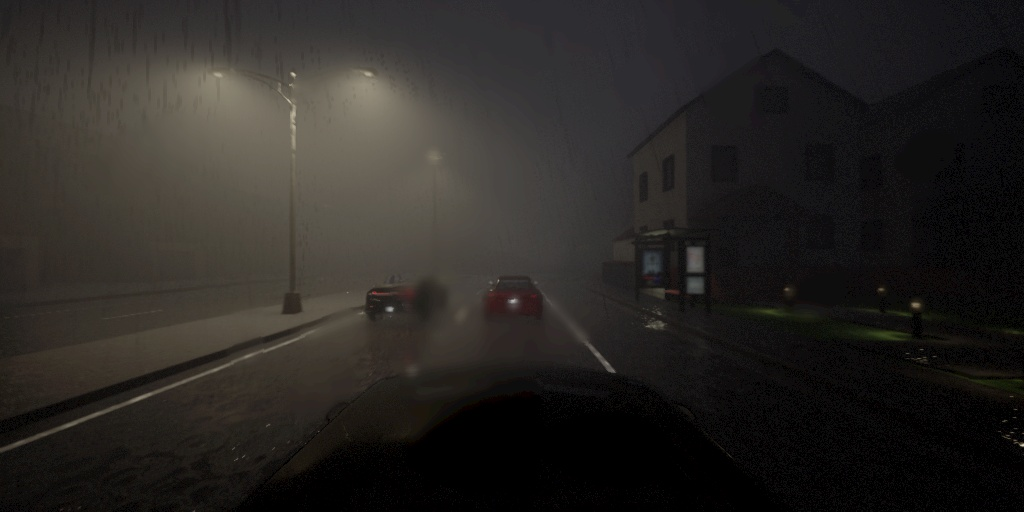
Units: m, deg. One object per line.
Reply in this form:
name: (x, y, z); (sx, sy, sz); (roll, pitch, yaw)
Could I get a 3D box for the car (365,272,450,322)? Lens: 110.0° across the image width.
car: (-3.428, 1.304, 12.555); (2.128, 1.511, 4.902); (0, 0, 0)

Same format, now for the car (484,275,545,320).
car: (0.075, 1.378, 12.931); (1.994, 1.385, 4.181); (0, 0, 0)
